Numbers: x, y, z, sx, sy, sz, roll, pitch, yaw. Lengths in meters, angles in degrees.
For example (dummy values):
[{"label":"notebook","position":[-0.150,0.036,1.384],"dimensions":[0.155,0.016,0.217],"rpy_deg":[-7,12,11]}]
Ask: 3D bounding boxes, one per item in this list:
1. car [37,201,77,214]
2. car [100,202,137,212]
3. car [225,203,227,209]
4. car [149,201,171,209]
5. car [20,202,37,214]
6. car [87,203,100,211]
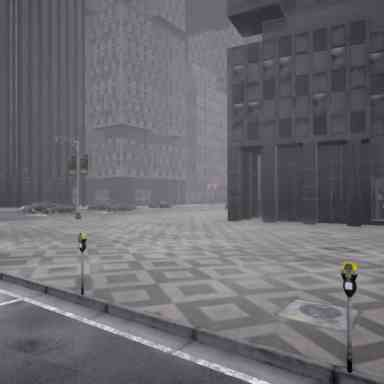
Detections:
[{"label":"car","position":[-16.654,2.059,41.796],"dimensions":[1.994,1.385,4.181],"rpy_deg":[0,-1,35]},{"label":"car","position":[-10.685,2.237,50.089],"dimensions":[2.033,1.411,5.357],"rpy_deg":[0,-1,36]},{"label":"car","position":[8.264,2.469,65.004],"dimensions":[2.097,1.767,4.553],"rpy_deg":[0,-1,35]},{"label":"car","position":[-5.991,2.412,62.073],"dimensions":[1.882,1.535,5.008],"rpy_deg":[0,-2,36]},{"label":"car","position":[-19.639,1.982,43.193],"dimensions":[2.128,1.511,4.902],"rpy_deg":[0,-1,36]},{"label":"car","position":[-13.768,2.283,51.365],"dimensions":[1.895,1.301,4.718],"rpy_deg":[0,-1,36]}]
